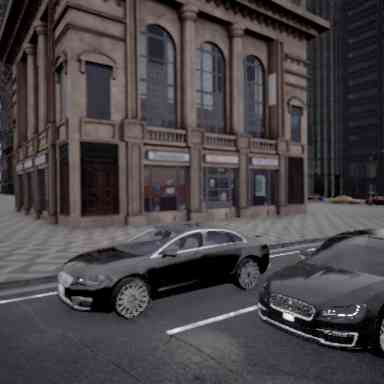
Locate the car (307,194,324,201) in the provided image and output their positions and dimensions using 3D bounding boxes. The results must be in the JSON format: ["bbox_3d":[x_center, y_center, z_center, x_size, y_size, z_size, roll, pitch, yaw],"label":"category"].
[{"bbox_3d":[23.774,1.033,65.279,1.947,1.339,4.313,0,1,-36],"label":"car"}]

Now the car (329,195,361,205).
[{"bbox_3d":[23.544,1.213,51.032,1.752,1.417,4.829,0,1,-36],"label":"car"}]

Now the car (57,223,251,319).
[{"bbox_3d":[-0.358,1.481,7.420,4.902,1.511,2.128,0,0,-35],"label":"car"}]

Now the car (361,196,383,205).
[{"bbox_3d":[26.737,1.277,46.610,1.887,1.381,4.507,0,1,-36],"label":"car"}]

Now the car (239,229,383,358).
[{"bbox_3d":[3.326,1.489,6.055,4.892,1.490,1.837,0,0,-35],"label":"car"}]
